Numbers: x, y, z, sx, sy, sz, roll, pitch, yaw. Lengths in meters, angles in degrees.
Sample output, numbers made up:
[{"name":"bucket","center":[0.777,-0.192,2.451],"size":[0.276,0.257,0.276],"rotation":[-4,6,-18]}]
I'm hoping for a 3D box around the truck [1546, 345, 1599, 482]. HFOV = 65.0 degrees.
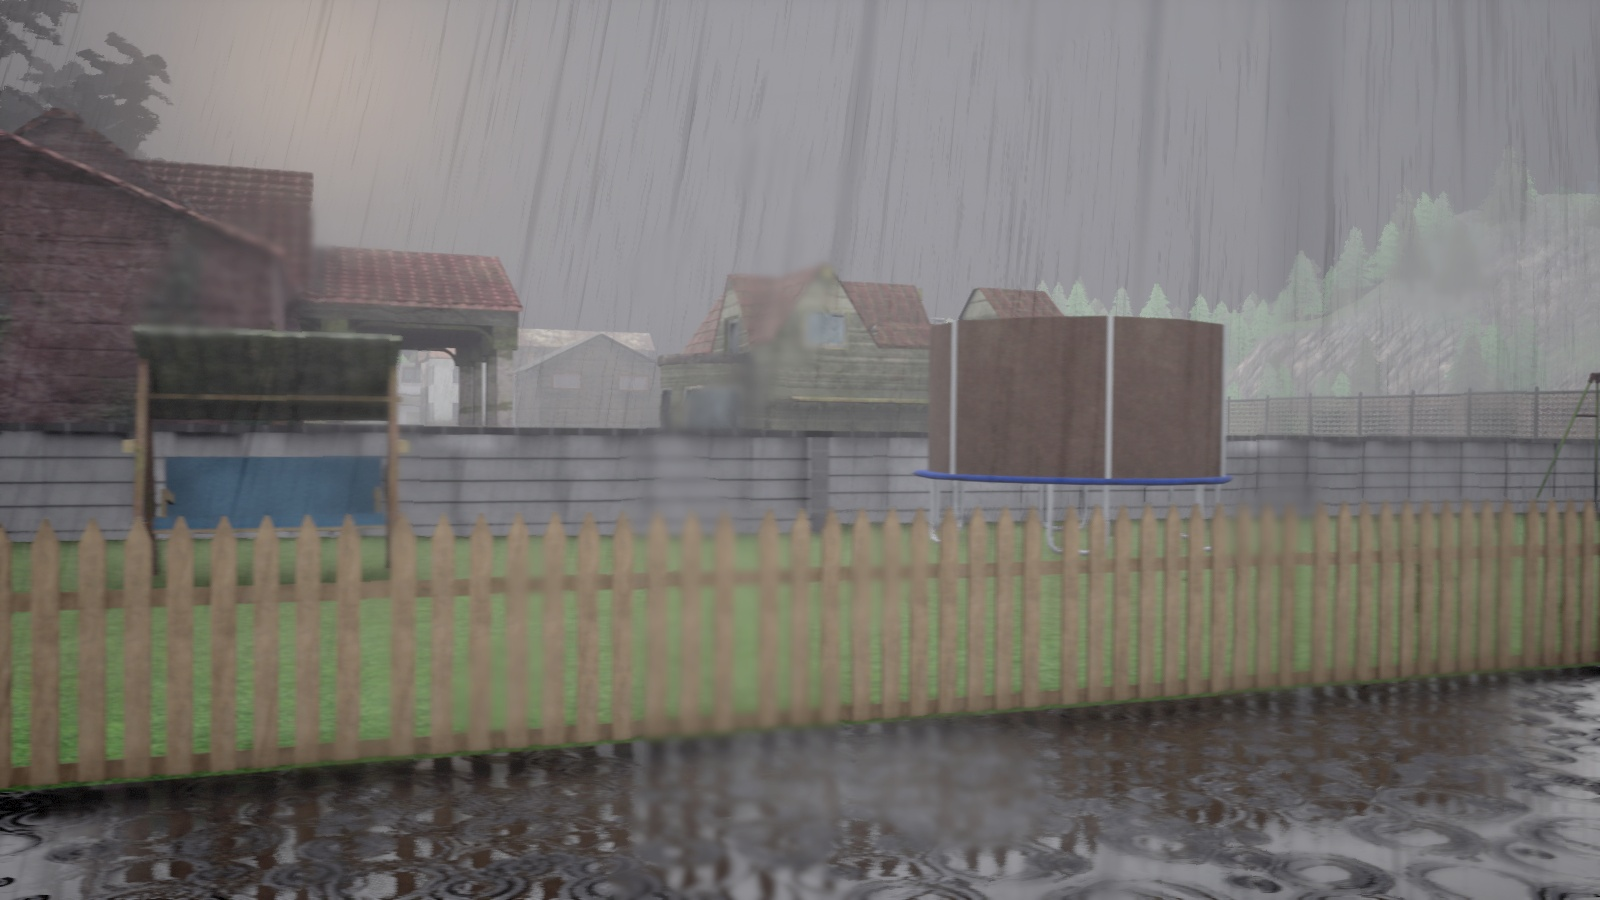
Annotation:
[{"name":"truck","center":[22.328,-0.910,29.762],"size":[2.891,3.462,7.936],"rotation":[-1,1,-21]}]
